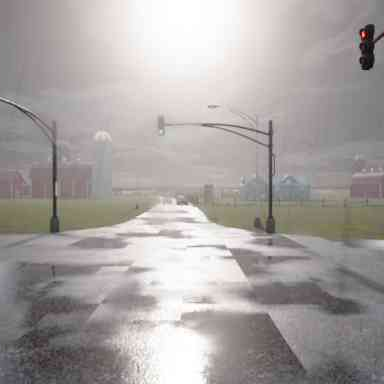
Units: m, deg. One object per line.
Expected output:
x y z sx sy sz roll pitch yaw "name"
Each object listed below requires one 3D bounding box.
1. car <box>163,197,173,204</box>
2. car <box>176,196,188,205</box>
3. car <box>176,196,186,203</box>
-4.794 1.690 65.716 1.812 1.442 4.674 0 0 -3 "car"
-1.800 1.748 61.718 1.895 1.301 4.718 0 0 -3 "car"
-2.426 1.594 71.702 1.837 1.490 4.892 0 0 -4 "car"
